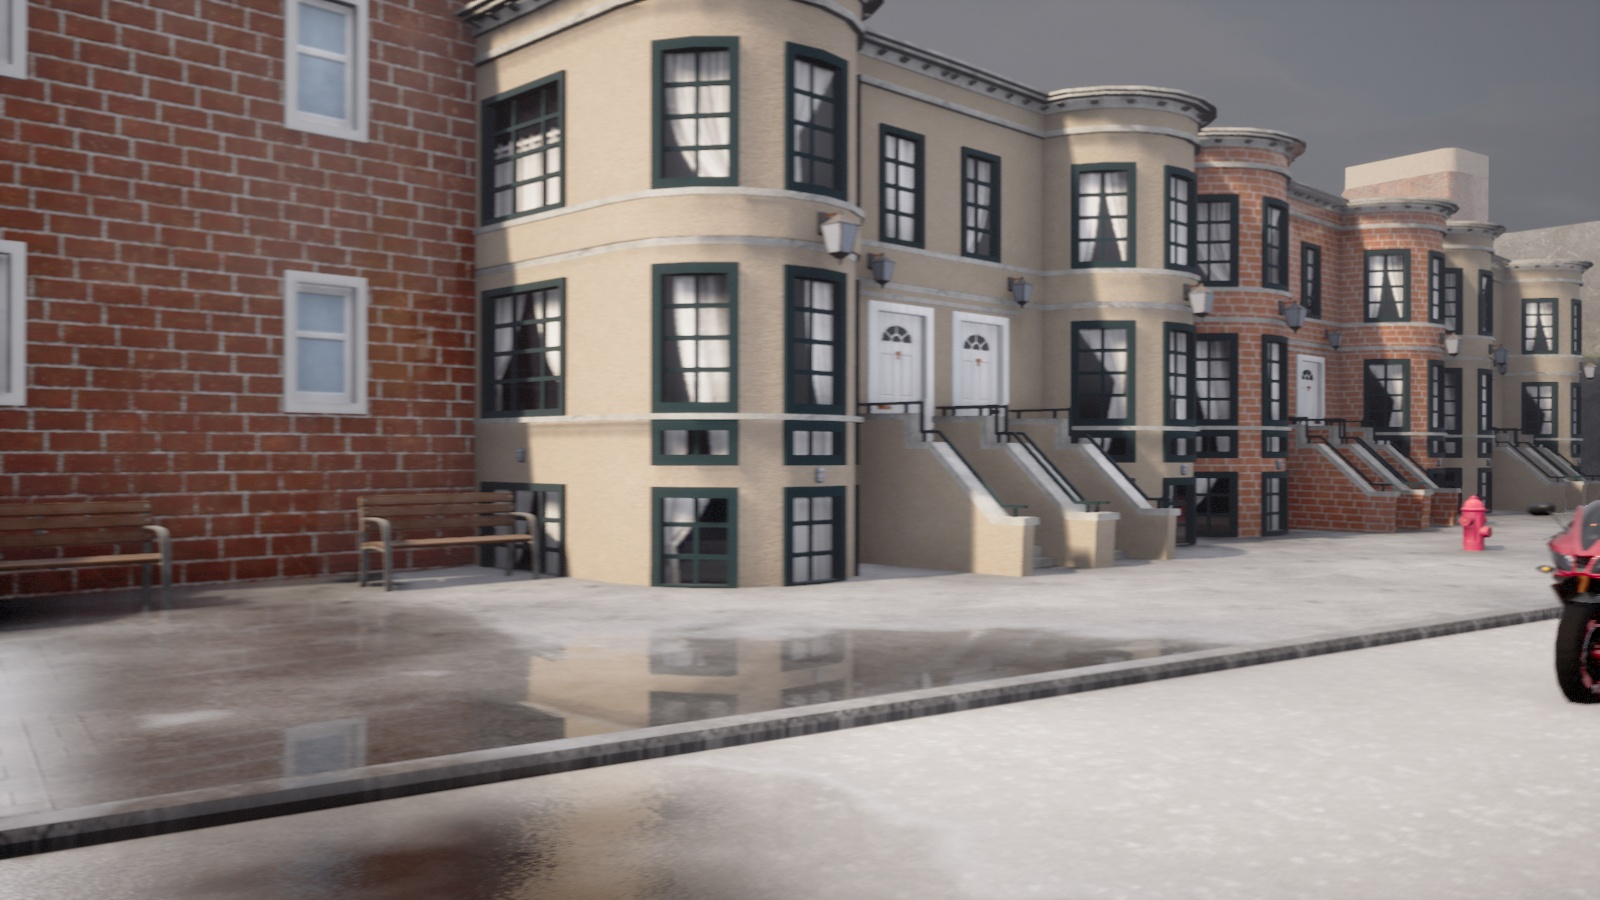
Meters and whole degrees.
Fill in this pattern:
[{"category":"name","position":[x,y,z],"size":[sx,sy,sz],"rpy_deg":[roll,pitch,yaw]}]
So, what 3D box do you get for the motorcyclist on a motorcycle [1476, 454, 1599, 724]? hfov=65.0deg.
[{"category":"motorcyclist on a motorcycle","position":[5.278,0.788,7.941],"size":[2.191,1.530,0.866],"rpy_deg":[0,0,-35]}]
